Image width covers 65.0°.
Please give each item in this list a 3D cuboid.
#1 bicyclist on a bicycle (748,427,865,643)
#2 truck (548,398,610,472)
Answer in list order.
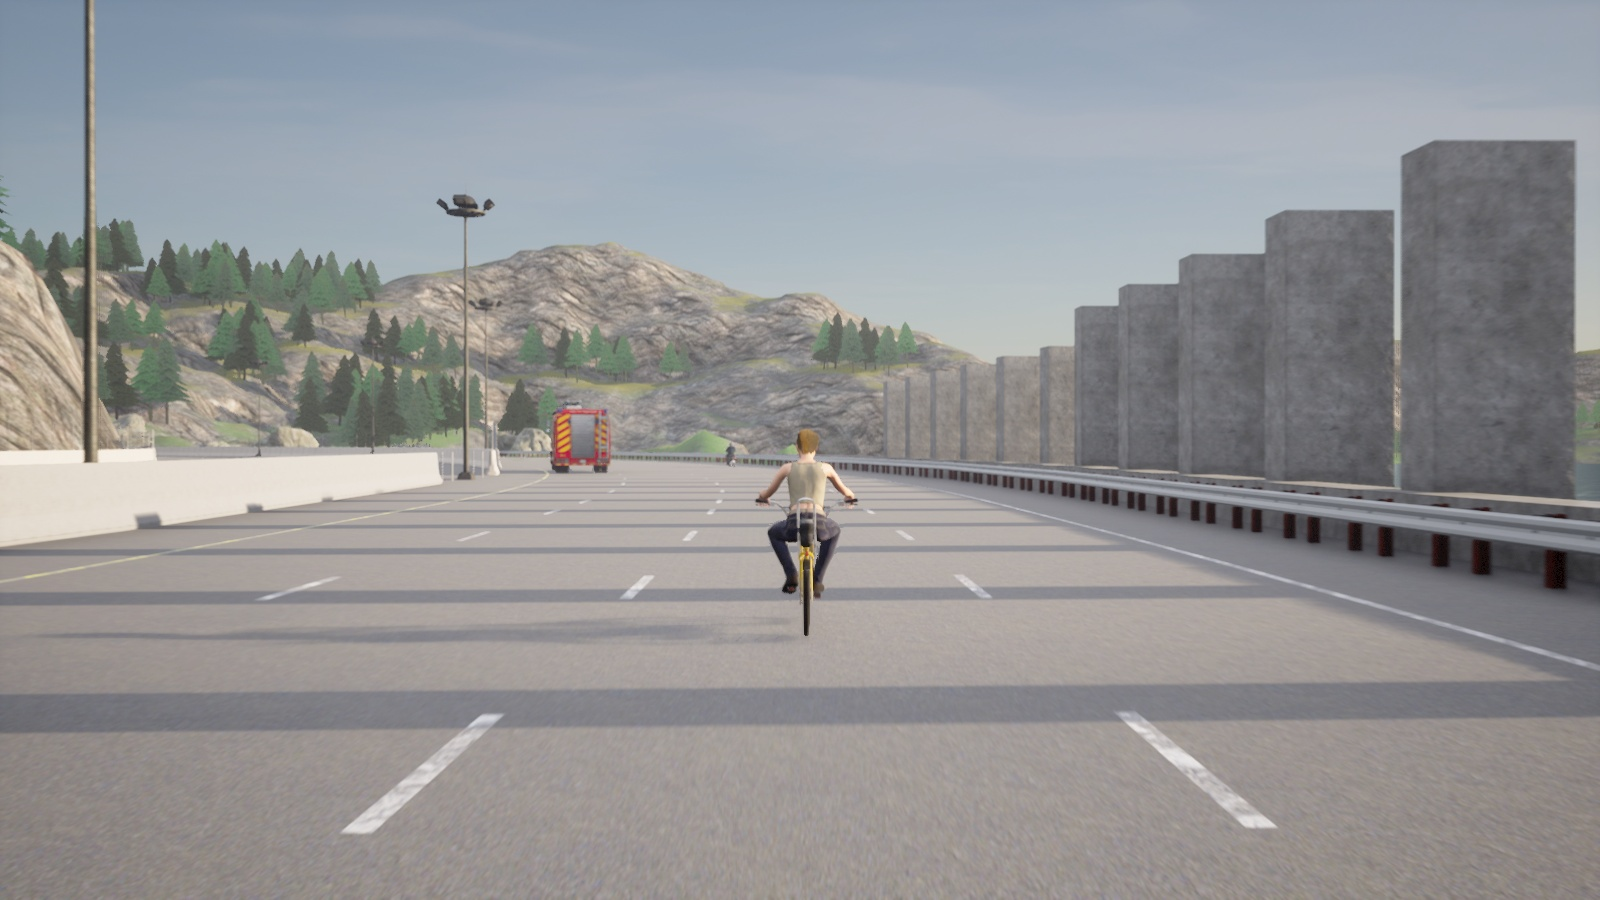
[{"bbox_3d":[0.052,0.630,10.126,0.866,1.612,1.509,0,0,0],"label":"bicyclist on a bicycle"},{"bbox_3d":[-12.287,-0.790,69.376,2.891,3.827,8.468,0,0,-13],"label":"truck"}]
